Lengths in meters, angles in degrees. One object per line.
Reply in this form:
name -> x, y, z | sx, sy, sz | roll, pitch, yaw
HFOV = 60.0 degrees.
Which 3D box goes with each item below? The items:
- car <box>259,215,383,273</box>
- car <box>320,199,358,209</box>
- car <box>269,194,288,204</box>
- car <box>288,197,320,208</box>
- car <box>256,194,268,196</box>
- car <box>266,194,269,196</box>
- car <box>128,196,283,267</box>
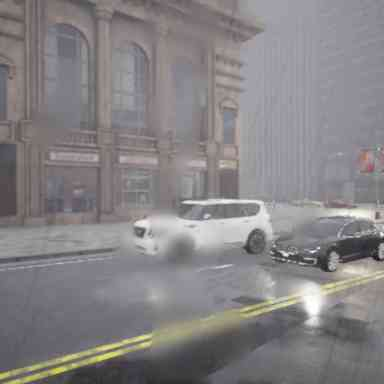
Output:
car -> 4.679, 1.572, 11.006 | 4.892, 1.490, 1.837 | 0, 0, -35
car -> 20.750, 1.695, 46.341 | 1.887, 1.381, 4.507 | 0, 0, -36
car -> 17.787, 1.532, 65.011 | 1.947, 1.339, 4.313 | 0, 0, -36
car -> 17.557, 1.632, 50.763 | 1.752, 1.417, 4.829 | 0, 0, -36
car -> 10.874, 1.555, 60.022 | 1.887, 1.381, 4.507 | 0, 0, -36
car -> 14.497, 1.231, 69.570 | 2.192, 1.841, 5.009 | 0, 0, -36
car -> 0.511, 1.272, 12.034 | 5.566, 2.045, 2.150 | 1, 0, -35
